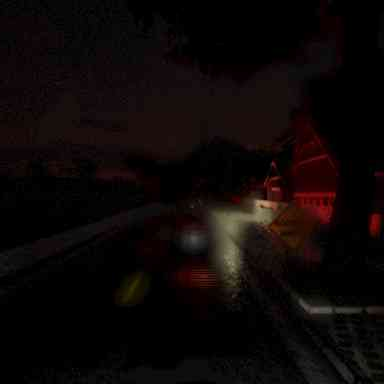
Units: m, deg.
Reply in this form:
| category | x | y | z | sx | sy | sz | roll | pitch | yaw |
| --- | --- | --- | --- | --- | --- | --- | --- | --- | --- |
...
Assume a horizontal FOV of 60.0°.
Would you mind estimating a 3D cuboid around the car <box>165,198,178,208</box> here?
| category | x | y | z | sx | sy | sz | roll | pitch | yaw |
| --- | --- | --- | --- | --- | --- | --- | --- | --- | --- |
| car | -2.815 | 1.582 | 47.713 | 2.033 | 1.411 | 5.357 | 0 | 0 | 0 |

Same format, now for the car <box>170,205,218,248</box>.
| category | x | y | z | sx | sy | sz | roll | pitch | yaw |
| --- | --- | --- | --- | --- | --- | --- | --- | --- | --- |
| car | 0.089 | 1.536 | 14.961 | 1.837 | 1.490 | 4.892 | 0 | 0 | 0 |

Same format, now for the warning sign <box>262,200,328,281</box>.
| category | x | y | z | sx | sy | sz | roll | pitch | yaw |
| --- | --- | --- | --- | --- | --- | --- | --- | --- | --- |
| warning sign | 2.510 | 1.137 | 8.288 | 1.300 | 1.860 | 1.060 | -1 | -1 | 0 |

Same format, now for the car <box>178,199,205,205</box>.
| category | x | y | z | sx | sy | sz | roll | pitch | yaw |
| --- | --- | --- | --- | --- | --- | --- | --- | --- | --- |
| car | 0.093 | 1.390 | 30.114 | 2.097 | 1.767 | 4.553 | 0 | 0 | 0 |
